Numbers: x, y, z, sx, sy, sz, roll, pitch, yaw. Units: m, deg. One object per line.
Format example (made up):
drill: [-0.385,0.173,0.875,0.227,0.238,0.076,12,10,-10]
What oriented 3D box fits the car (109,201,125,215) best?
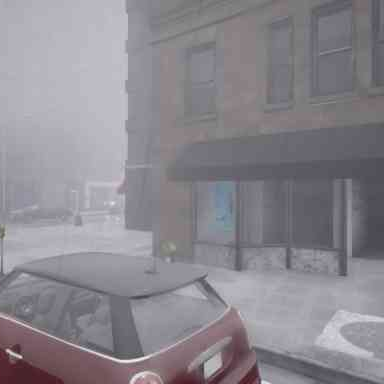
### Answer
car: [-6.140,1.555,32.803,1.994,1.385,4.181,0,0,35]

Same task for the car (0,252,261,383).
car: [-1.405,1.440,3.851,4.097,1.590,1.967,0,0,36]

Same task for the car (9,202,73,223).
car: [-11.377,1.515,25.367,1.812,1.442,4.674,0,0,37]
